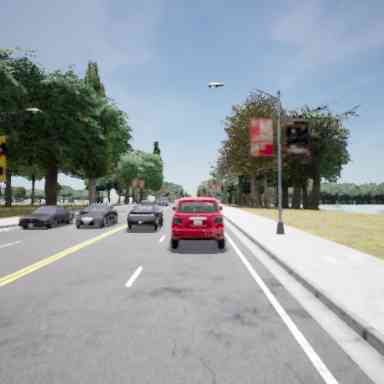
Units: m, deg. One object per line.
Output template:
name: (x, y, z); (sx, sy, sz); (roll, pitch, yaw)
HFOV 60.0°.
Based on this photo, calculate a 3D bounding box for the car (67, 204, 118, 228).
car: (-6.348, 1.570, 22.592); (2.128, 1.511, 4.902); (0, 0, 1)

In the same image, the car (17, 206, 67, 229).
car: (-9.600, 1.634, 22.520); (2.033, 1.411, 5.357); (0, 0, 1)

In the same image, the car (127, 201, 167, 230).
car: (-2.912, 1.556, 21.519); (2.128, 1.511, 4.902); (0, 0, 1)

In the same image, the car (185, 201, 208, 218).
car: (0.461, 1.691, 33.300); (2.033, 1.411, 5.357); (0, -1, 1)

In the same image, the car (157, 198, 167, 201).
car: (-5.741, 1.951, 64.928); (2.097, 1.767, 4.553); (0, -1, 1)

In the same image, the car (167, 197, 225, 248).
car: (0.259, 1.249, 15.150); (2.150, 2.045, 5.566); (0, 0, 1)
